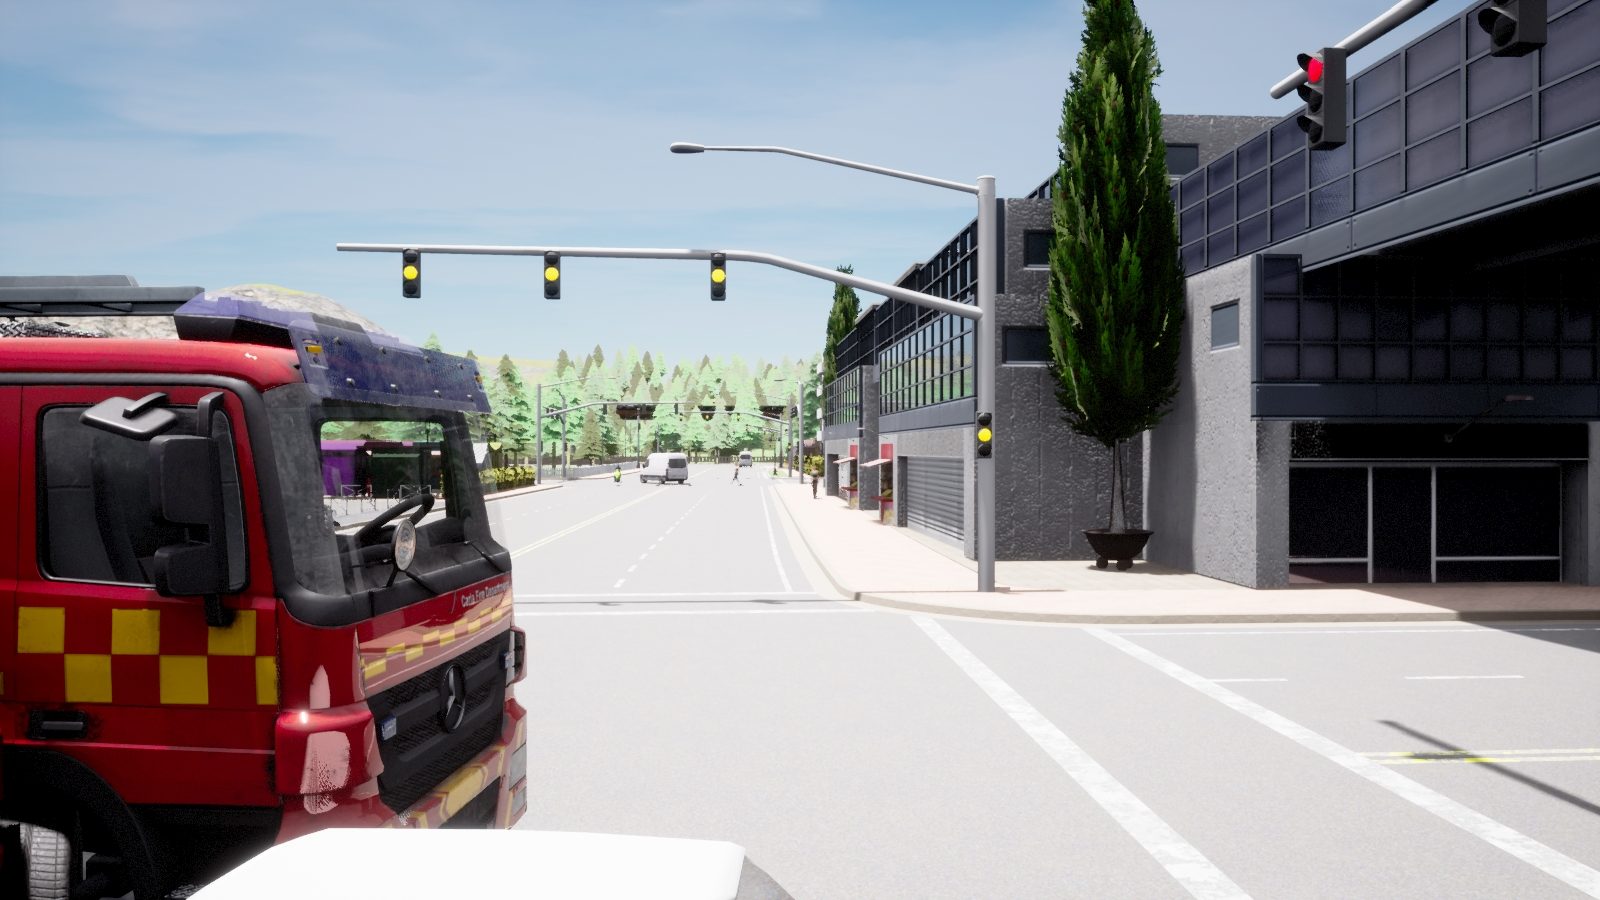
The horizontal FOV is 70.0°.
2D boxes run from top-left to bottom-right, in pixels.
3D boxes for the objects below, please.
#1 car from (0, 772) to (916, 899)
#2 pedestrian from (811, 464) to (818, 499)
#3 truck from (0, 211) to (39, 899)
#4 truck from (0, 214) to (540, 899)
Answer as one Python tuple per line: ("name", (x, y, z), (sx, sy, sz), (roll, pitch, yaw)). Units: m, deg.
("car", (-1.549, 2.065, 3.579), (3.806, 1.475, 1.970), (0, 0, 5))
("pedestrian", (0.791, 1.696, 60.814), (0.375, 1.860, 0.375), (0, 0, 0))
("truck", (-7.587, 0.890, 3.490), (8.468, 3.827, 2.891), (0, 0, -3))
("truck", (-6.102, 0.890, 6.659), (8.468, 3.827, 2.891), (0, 0, 4))
